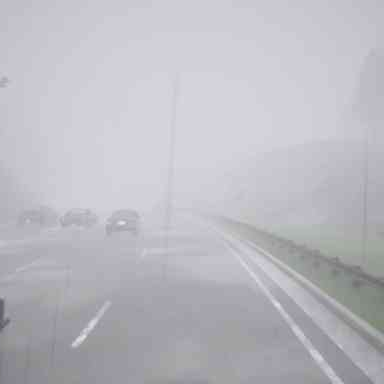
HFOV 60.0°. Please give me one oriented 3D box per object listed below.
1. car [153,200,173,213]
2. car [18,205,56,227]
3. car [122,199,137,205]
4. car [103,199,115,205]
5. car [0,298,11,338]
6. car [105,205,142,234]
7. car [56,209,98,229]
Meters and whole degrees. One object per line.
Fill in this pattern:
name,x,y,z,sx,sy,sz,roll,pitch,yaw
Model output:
car,-3.974,1.859,44.910,2.097,1.767,4.553,0,-1,-16
car,-11.849,1.798,25.779,1.837,1.490,4.892,0,-1,-8
car,-11.887,2.071,63.274,2.097,1.767,4.553,0,-1,-25
car,-19.371,2.314,77.492,1.882,1.535,5.008,0,-1,-31
car,-3.436,1.631,2.462,1.895,1.301,4.718,0,-1,0
car,-4.173,1.784,20.802,2.033,1.411,5.357,0,-1,-5
car,-8.085,1.875,24.195,1.895,1.301,4.718,0,-1,-7
